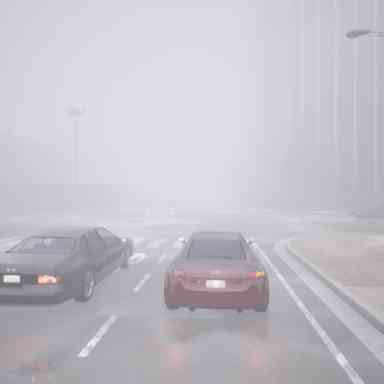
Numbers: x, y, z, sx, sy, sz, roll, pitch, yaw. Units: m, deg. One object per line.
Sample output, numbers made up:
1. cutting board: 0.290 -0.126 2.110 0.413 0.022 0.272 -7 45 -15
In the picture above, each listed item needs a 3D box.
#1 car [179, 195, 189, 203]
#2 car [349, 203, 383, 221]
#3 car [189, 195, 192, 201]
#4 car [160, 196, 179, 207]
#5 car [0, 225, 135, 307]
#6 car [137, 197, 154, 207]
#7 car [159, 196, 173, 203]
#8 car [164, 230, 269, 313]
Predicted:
1. car: -2.156 1.493 66.166 1.812 1.442 4.674 0 0 5
2. car: 15.749 1.588 27.019 5.357 1.411 2.033 0 0 4
3. car: -1.170 1.484 78.891 2.128 1.511 4.902 0 0 4
4. car: -3.442 1.501 49.838 1.812 1.442 4.674 0 0 4
5. car: -2.901 1.544 8.233 2.033 1.411 5.357 0 0 5
6. car: -6.931 1.501 50.099 1.812 1.442 4.674 0 0 5
7. car: -5.414 1.514 69.161 2.033 1.411 5.357 0 0 4
8. car: 0.576 1.560 7.759 1.994 1.385 4.181 0 0 5
